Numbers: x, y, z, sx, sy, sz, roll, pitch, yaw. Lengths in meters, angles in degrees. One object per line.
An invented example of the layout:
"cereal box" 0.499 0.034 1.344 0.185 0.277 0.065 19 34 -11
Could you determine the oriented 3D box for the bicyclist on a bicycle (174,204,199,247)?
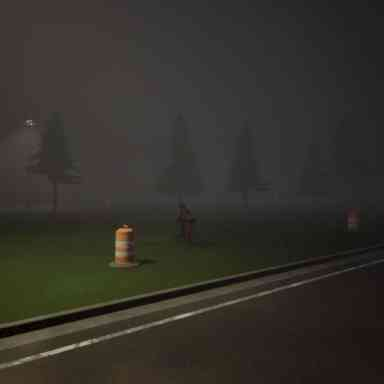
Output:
"bicyclist on a bicycle" -0.254 1.303 12.925 0.582 1.620 1.656 0 -2 -37
